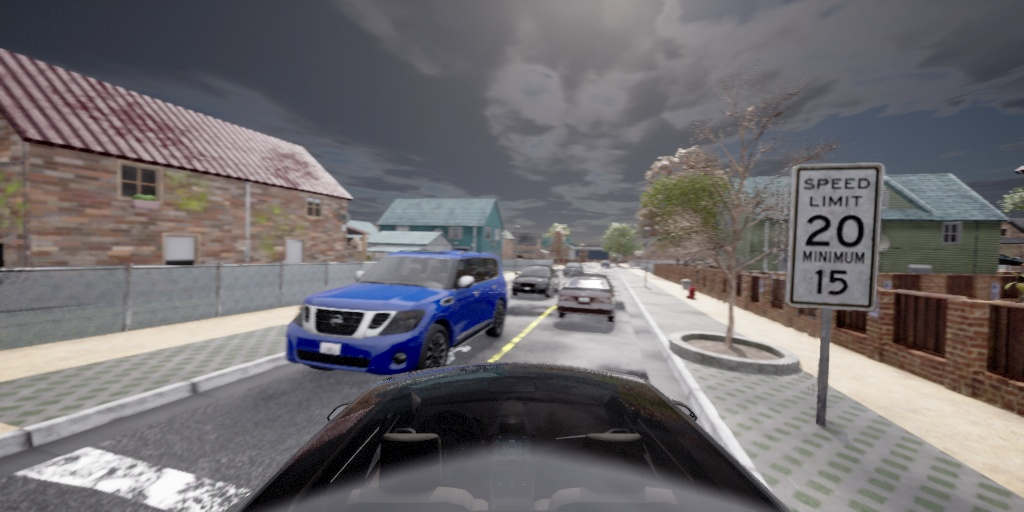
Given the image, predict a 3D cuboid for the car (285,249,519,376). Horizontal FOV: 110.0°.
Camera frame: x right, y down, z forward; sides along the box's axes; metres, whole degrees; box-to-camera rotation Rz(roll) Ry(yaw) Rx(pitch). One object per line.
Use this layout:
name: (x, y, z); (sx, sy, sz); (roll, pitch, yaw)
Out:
car: (-1.672, 0.886, 7.397); (2.150, 2.045, 5.566); (2, 0, 15)

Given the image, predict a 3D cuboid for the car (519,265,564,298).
car: (1.328, 1.228, 18.516); (1.837, 1.490, 4.892); (2, 0, 15)

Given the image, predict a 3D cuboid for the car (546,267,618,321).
car: (2.776, 1.344, 12.969); (2.033, 1.411, 5.357); (2, 0, 15)

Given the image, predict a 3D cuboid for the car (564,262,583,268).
car: (6.341, 1.368, 36.843); (1.812, 1.442, 4.674); (2, 0, 16)
